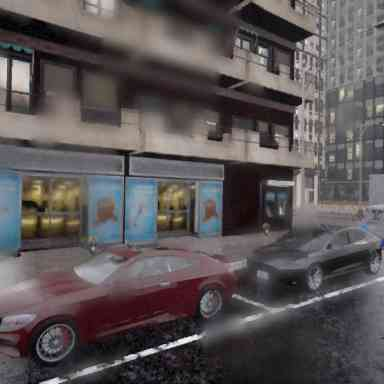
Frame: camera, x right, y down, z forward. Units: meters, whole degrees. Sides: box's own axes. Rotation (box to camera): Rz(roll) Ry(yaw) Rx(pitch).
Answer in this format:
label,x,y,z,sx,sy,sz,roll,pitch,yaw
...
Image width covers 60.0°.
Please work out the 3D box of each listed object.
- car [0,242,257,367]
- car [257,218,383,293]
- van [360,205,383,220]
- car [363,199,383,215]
label,x,y,z,sx,sy,sz,roll,pitch,yaw
car,-1.075,1.581,5.735,4.206,1.307,1.802,0,1,-35
car,3.434,1.567,8.952,4.313,1.339,1.947,0,1,-35
van,7.850,1.344,12.305,3.998,1.788,1.690,0,1,-35
car,20.083,1.508,34.152,1.967,1.590,4.097,1,-1,-35
